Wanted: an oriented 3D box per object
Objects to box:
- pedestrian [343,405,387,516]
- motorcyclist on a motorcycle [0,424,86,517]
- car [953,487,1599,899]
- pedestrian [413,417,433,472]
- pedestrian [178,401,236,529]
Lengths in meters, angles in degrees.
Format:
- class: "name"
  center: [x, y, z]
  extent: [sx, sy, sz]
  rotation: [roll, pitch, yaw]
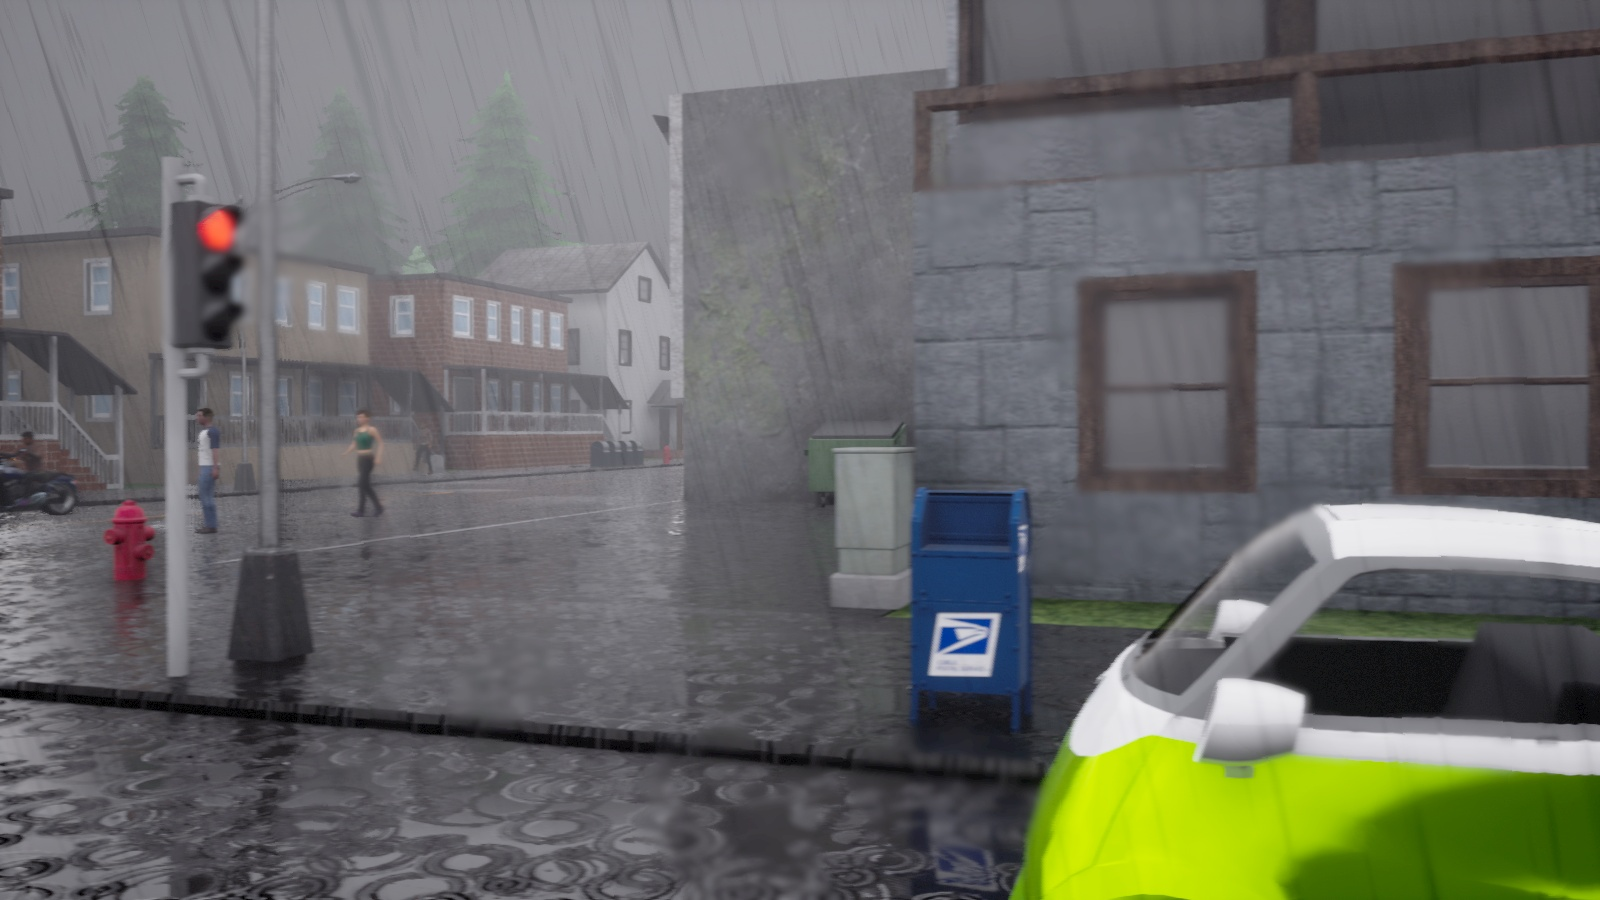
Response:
- class: "pedestrian"
  center: [-7.313, 0.170, 21.116]
  extent: [0.345, 1.836, 0.594]
  rotation: [1, 1, 37]
- class: "motorcyclist on a motorcycle"
  center: [-14.347, 0.355, 22.946]
  extent: [0.766, 1.649, 2.350]
  rotation: [1, 1, 19]
- class: "car"
  center: [1.629, 0.837, 3.169]
  extent: [2.207, 1.376, 1.481]
  rotation: [1, 1, 19]
- class: "pedestrian"
  center: [-12.686, -0.189, 42.277]
  extent: [0.331, 1.846, 0.634]
  rotation: [1, 1, 18]
- class: "pedestrian"
  center: [-8.621, 0.211, 18.250]
  extent: [0.706, 1.836, 0.354]
  rotation: [0, 1, -34]
